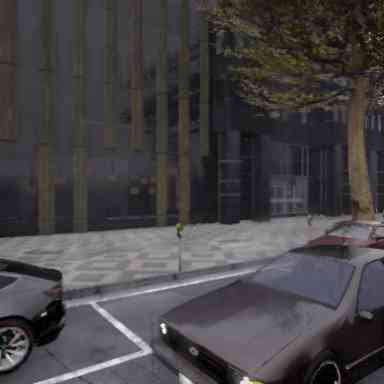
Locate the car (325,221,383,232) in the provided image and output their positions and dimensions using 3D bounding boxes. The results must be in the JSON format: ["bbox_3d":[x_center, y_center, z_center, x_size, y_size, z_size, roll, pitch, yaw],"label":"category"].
[{"bbox_3d":[5.242,1.575,10.345,4.206,1.307,1.802,0,0,-35],"label":"car"}]

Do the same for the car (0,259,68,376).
[{"bbox_3d":[-3.762,1.548,3.981,4.313,1.339,1.947,0,0,-35],"label":"car"}]

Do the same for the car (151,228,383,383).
[{"bbox_3d":[2.131,1.543,4.884,5.357,1.411,2.033,0,0,-35],"label":"car"}]
